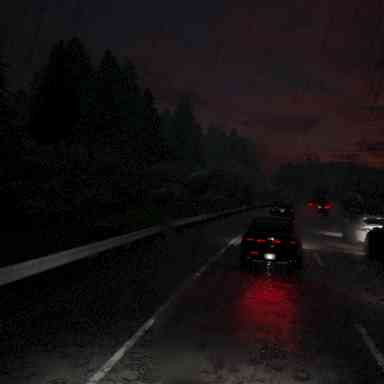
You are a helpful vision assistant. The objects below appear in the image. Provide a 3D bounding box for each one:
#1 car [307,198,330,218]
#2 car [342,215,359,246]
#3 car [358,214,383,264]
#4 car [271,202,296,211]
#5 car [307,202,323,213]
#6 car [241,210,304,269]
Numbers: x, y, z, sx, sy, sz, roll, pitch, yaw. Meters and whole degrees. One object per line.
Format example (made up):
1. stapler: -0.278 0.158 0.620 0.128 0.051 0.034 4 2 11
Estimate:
1. car: 14.285 1.718 37.612 2.150 2.045 5.566 2 0 18
2. car: 8.680 1.821 16.346 1.812 1.442 4.674 2 0 16
3. car: 7.096 1.590 10.645 2.097 1.767 4.553 2 0 15
4. car: 8.196 1.644 29.796 2.097 1.767 4.553 2 0 18
5. car: 17.508 2.157 47.523 2.033 1.411 5.357 2 0 20
6. car: 2.854 1.608 11.821 1.837 1.490 4.892 2 0 15
